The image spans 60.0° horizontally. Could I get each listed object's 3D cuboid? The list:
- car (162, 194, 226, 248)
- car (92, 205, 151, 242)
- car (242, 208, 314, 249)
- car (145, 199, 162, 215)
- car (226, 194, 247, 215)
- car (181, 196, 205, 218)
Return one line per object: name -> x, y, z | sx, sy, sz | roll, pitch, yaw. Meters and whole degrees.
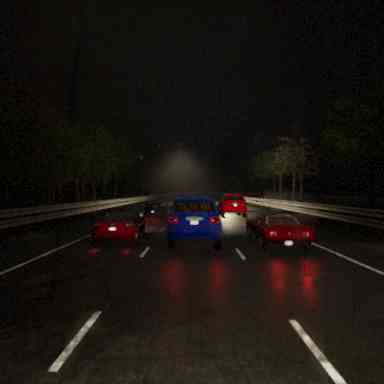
car -> 0.090, 1.209, 14.902 | 2.150, 2.045, 5.566 | 0, 0, 0
car -> -3.410, 1.549, 16.250 | 1.994, 1.385, 4.181 | 0, 0, 0
car -> 3.590, 1.588, 14.503 | 1.895, 1.301, 4.718 | 0, 0, 0
car -> -3.413, 1.464, 31.378 | 1.837, 1.490, 4.892 | 0, 0, 0
car -> 3.587, 1.183, 30.258 | 2.150, 2.045, 5.566 | 0, 0, 0
car -> 0.086, 1.312, 30.939 | 2.097, 1.767, 4.553 | 0, 0, 0
